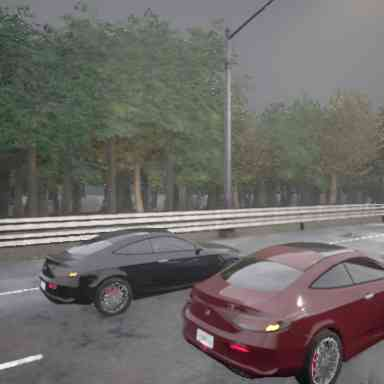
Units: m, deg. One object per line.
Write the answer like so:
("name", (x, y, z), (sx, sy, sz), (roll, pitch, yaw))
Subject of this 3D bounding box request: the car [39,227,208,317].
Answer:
("car", (-0.858, 1.528, 7.436), (4.674, 1.442, 1.812), (0, 0, -35))

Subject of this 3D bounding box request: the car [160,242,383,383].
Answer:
("car", (2.022, 1.528, 5.192), (4.674, 1.442, 1.812), (0, 0, -36))
